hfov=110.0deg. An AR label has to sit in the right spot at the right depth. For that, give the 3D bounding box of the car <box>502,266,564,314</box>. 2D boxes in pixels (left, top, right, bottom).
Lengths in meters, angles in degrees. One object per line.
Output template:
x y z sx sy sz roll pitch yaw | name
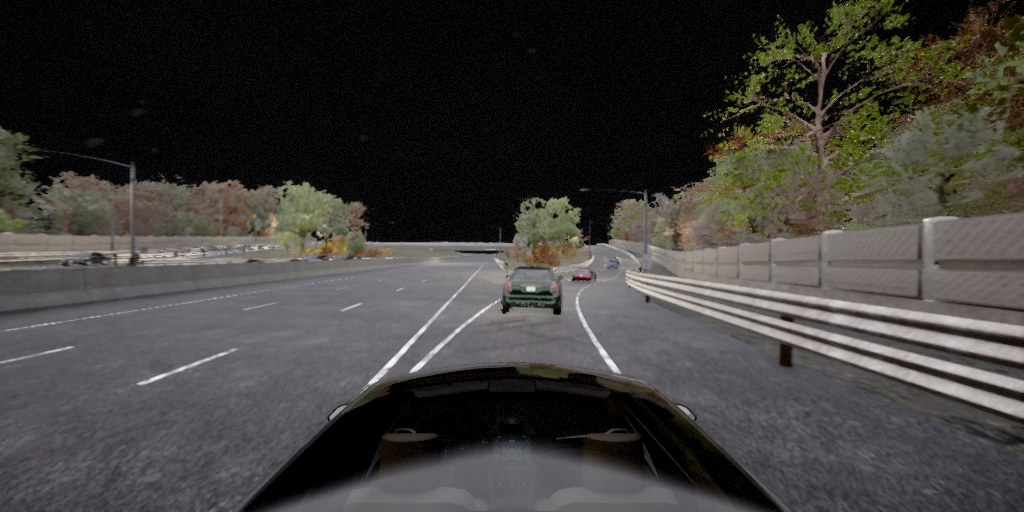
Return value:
0.945 1.157 14.290 2.097 1.767 4.553 1 0 8 | car

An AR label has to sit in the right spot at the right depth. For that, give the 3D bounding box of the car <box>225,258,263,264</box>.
-30.488 1.001 40.895 1.882 1.535 5.008 0 0 -3 | car

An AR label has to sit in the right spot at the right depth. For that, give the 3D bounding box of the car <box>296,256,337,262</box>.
-23.613 1.083 43.538 1.837 1.490 4.892 0 0 -3 | car

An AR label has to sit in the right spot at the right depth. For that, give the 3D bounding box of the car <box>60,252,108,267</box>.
-44.436 0.316 37.360 1.837 1.490 4.892 0 1 -27 | car

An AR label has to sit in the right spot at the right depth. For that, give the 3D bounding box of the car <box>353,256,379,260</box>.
-24.490 1.150 60.249 1.994 1.385 4.181 0 0 -3 | car

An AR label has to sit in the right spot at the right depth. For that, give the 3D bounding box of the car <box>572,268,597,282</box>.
7.732 1.965 37.957 1.994 1.385 4.181 1 -1 22 | car

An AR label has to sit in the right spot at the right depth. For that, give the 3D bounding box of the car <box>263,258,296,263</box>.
-27.092 1.029 43.121 1.882 1.535 5.008 0 0 -3 | car

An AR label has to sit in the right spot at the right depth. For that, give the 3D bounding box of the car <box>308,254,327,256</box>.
-31.328 0.753 57.105 2.150 2.045 5.566 0 0 -3 | car
